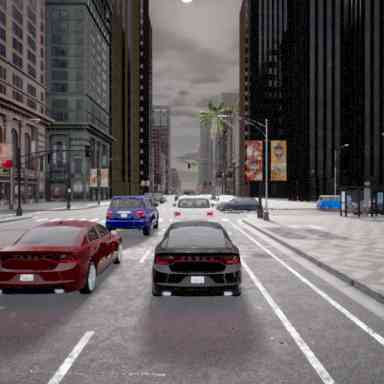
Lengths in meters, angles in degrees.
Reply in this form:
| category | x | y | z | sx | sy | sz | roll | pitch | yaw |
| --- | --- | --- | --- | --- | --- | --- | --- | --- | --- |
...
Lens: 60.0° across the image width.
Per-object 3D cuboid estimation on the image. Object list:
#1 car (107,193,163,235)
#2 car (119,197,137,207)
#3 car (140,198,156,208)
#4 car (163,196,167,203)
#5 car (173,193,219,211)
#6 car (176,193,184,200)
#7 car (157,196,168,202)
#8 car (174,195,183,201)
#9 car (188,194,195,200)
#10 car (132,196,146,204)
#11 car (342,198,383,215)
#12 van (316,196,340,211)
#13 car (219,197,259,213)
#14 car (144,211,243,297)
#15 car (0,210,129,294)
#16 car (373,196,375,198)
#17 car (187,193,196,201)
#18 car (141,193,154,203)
| category | x | y | z | sx | sy | sz | roll | pitch | yaw |
| --- | --- | --- | --- | --- | --- | --- | --- | --- | --- |
| car | -3.194 | 1.221 | 18.664 | 2.150 | 2.045 | 5.566 | 0 | 0 | 2 |
| car | -9.926 | 1.493 | 51.869 | 2.128 | 1.511 | 4.902 | 0 | 0 | -3 |
| car | -6.620 | 1.602 | 50.620 | 1.895 | 1.301 | 4.718 | 0 | 0 | -1 |
| car | -6.600 | 1.219 | 62.888 | 2.150 | 2.045 | 5.566 | 0 | 1 | 1 |
| car | 0.086 | 1.221 | 18.607 | 2.150 | 2.045 | 5.566 | 0 | 0 | 0 |
| car | -3.326 | 1.193 | 92.067 | 2.097 | 1.767 | 4.553 | 0 | 0 | 0 |
| car | -6.562 | 1.599 | 74.031 | 1.895 | 1.301 | 4.718 | 0 | 0 | 0 |
| car | -3.318 | 1.496 | 81.677 | 1.837 | 1.490 | 4.892 | 0 | 0 | 0 |
| car | -0.076 | 1.395 | 92.516 | 2.033 | 1.411 | 5.357 | 0 | 0 | 0 |
| car | -9.858 | 1.528 | 62.389 | 1.812 | 1.442 | 4.674 | 0 | 0 | 0 |
| car | 17.044 | 1.548 | 31.316 | 4.403 | 1.369 | 2.008 | 0 | 0 | 0 |
| van | 17.033 | 1.314 | 39.840 | 3.998 | 1.788 | 1.690 | 0 | 0 | 0 |
| car | 4.994 | 1.345 | 36.360 | 4.553 | 1.767 | 2.097 | 0 | 0 | -10 |
| car | 0.092 | 1.477 | 8.648 | 1.882 | 1.535 | 5.008 | 0 | 0 | 0 |
| car | -3.157 | 1.477 | 8.800 | 1.882 | 1.535 | 5.008 | 0 | 0 | 0 |
| car | 19.700 | 1.456 | 37.181 | 5.008 | 1.535 | 1.882 | 0 | 0 | 0 |
| car | -0.068 | 1.222 | 82.127 | 2.150 | 2.045 | 5.566 | 0 | 0 | 0 |
| car | -9.812 | 1.229 | 73.513 | 2.150 | 2.045 | 5.566 | 0 | 0 | 0 |
